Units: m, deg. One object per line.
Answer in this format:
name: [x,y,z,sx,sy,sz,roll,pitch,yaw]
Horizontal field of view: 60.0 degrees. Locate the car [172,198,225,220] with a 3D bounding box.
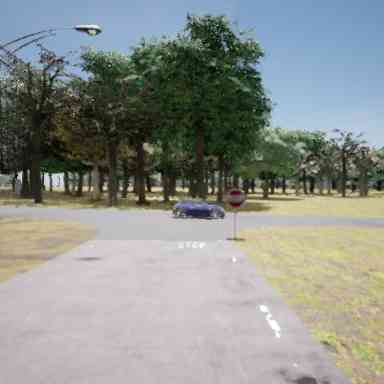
car: [0.585,1.372,28.747,4.553,1.767,2.097,2,1,-1]
